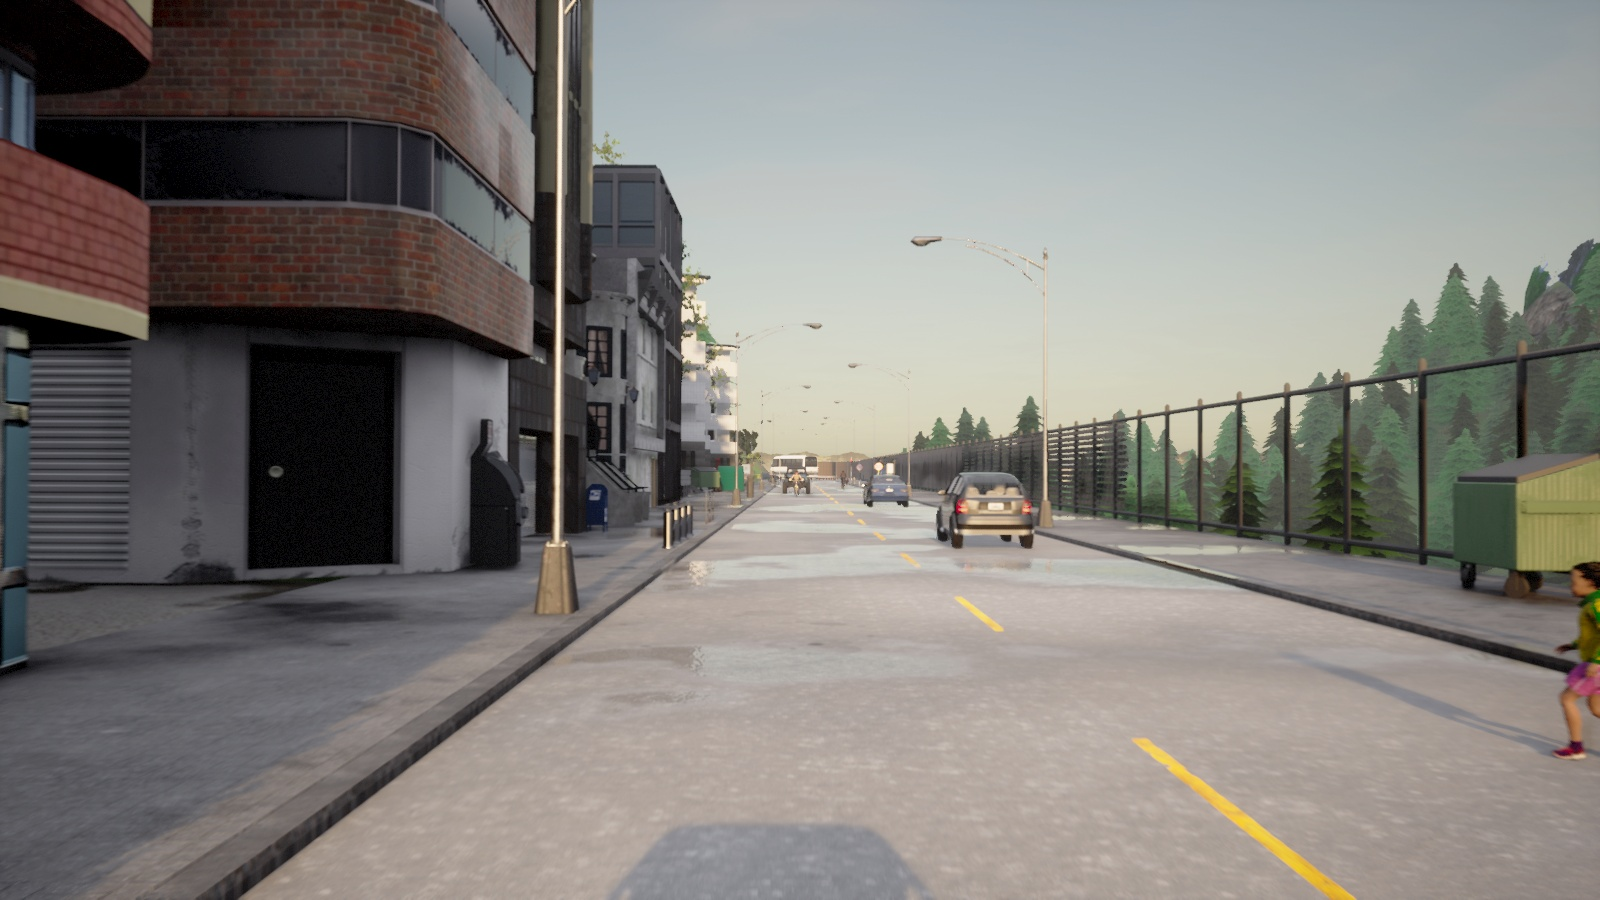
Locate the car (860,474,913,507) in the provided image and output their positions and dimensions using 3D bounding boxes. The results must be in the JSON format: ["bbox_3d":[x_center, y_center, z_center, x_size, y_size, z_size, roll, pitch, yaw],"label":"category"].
[{"bbox_3d":[3.853,1.796,56.679,2.033,1.411,5.357,0,-1,0],"label":"car"}]

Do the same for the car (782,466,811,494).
[{"bbox_3d":[-0.220,2.049,85.858,1.905,1.878,3.866,0,-1,0],"label":"car"}]

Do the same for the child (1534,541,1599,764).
[{"bbox_3d":[4.310,1.092,6.832,0.473,1.160,0.299,-1,-1,44],"label":"child"}]

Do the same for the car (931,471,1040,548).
[{"bbox_3d":[3.929,1.232,27.138,1.789,1.549,3.705,0,-1,0],"label":"car"}]
